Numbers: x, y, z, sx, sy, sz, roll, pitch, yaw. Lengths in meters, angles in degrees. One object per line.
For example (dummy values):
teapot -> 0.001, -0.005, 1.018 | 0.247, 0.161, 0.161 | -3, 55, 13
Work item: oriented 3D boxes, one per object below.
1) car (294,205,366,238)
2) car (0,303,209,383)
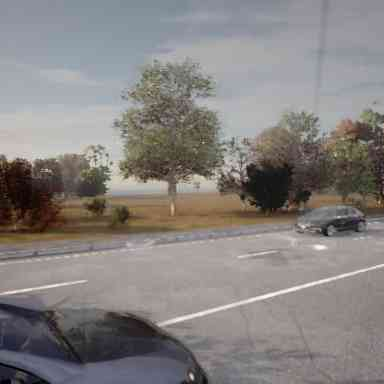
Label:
car -> 7.513, 1.503, 17.952 | 4.892, 1.490, 1.837 | 0, 0, -35
car -> -1.868, 1.564, 2.414 | 4.181, 1.385, 1.994 | 0, 0, -36
